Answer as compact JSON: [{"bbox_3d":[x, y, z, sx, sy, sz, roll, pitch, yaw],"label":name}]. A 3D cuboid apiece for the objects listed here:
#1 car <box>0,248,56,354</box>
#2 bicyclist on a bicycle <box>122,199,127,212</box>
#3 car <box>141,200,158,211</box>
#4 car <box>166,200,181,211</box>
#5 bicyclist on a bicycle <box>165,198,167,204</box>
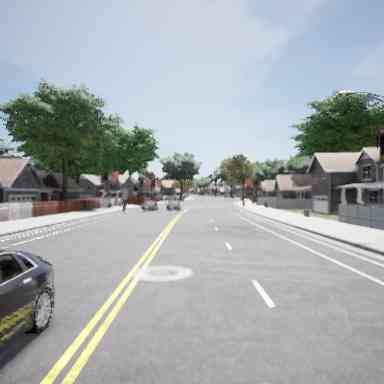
[{"bbox_3d":[-3.347,1.550,4.099,1.837,1.490,4.892,0,-1,0],"label":"car"},{"bbox_3d":[-8.355,1.744,41.121,0.659,1.776,1.843,0,-1,2],"label":"bicyclist on a bicycle"},{"bbox_3d":[-5.940,1.909,47.131,2.128,1.511,4.902,0,-1,3],"label":"car"},{"bbox_3d":[-2.636,1.916,48.043,2.128,1.511,4.902,0,-1,3],"label":"car"},{"bbox_3d":[-5.943,1.967,75.400,0.659,1.776,1.843,0,0,6],"label":"bicyclist on a bicycle"}]
